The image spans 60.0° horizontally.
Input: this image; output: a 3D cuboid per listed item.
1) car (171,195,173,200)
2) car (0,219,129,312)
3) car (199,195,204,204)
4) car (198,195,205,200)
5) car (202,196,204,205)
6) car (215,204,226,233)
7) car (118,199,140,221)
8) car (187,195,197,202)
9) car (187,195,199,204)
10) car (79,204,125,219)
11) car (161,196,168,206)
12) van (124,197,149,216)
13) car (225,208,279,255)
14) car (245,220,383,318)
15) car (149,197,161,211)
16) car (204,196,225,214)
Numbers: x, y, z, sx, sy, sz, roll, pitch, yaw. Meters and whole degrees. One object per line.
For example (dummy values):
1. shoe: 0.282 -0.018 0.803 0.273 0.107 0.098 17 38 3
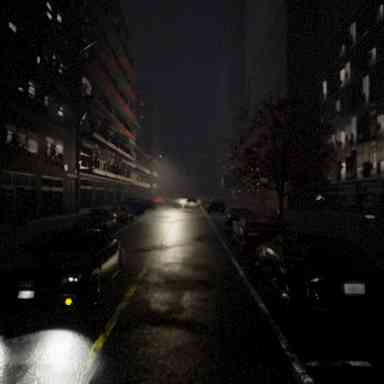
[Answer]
1. car: -5.279 1.535 64.090 2.008 1.369 4.403 1 0 0
2. car: -2.845 1.562 7.658 1.994 1.385 4.181 0 0 -1
3. car: 2.599 1.534 58.218 1.887 1.381 4.507 1 0 0
4. car: 2.613 1.533 92.133 2.008 1.369 4.403 1 0 0
5. car: 2.592 1.538 41.261 1.887 1.381 4.507 1 0 0
6. car: 2.583 1.564 18.650 1.947 1.339 4.313 1 0 0
7. car: -5.295 1.519 24.394 1.752 1.417 4.829 1 0 0
8. car: 0.031 1.402 75.833 2.128 1.511 4.902 0 0 0
9. car: 0.028 1.539 65.939 1.994 1.385 4.181 0 0 0
10. car: -5.298 1.577 18.918 1.802 1.307 4.206 1 0 0
11. car: -5.283 1.532 52.797 1.887 1.381 4.507 1 0 0
12. van: -5.290 1.334 30.211 1.690 1.788 3.998 1 0 0
13. car: 2.580 1.544 12.997 1.887 1.381 4.507 1 0 0
14. car: 2.578 1.566 7.345 1.947 1.339 4.313 1 0 0
15. car: -5.289 1.572 41.504 1.802 1.307 4.206 1 0 0
16. car: 2.591 1.435 35.608 1.967 1.590 4.097 1 0 0
